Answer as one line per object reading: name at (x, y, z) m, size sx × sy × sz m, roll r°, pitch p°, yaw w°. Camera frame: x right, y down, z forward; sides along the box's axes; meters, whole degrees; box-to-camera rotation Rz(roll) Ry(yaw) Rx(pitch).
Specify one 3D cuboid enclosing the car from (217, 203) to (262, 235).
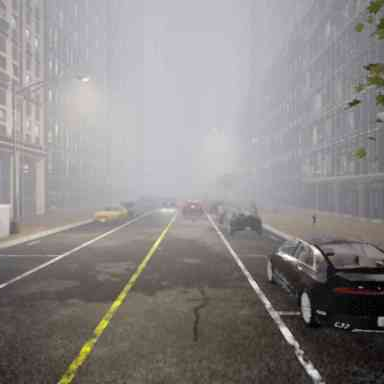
car at (2.684, 1.515, 18.144) m, size 2.008 × 1.369 × 4.403 m, roll 0°, pitch 0°, yaw 0°

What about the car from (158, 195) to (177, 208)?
car at (-3.093, 1.382, 46.191) m, size 2.128 × 1.511 × 4.902 m, roll 0°, pitch 0°, yaw 0°

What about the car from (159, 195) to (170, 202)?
car at (-5.706, 1.364, 69.418) m, size 2.008 × 1.369 × 4.403 m, roll 0°, pitch 0°, yaw 0°

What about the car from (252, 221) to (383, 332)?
car at (2.687, 1.539, 6.749) m, size 2.008 × 1.369 × 4.403 m, roll 0°, pitch 0°, yaw 0°

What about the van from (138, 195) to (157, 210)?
van at (-5.701, 1.247, 40.931) m, size 1.690 × 1.788 × 3.998 m, roll 0°, pitch 0°, yaw 0°

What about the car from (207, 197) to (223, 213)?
car at (2.681, 1.488, 35.235) m, size 1.947 × 1.339 × 4.313 m, roll 0°, pitch 0°, yaw 0°

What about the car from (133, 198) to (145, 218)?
car at (-5.698, 1.502, 29.536) m, size 1.947 × 1.339 × 4.313 m, roll 0°, pitch 0°, yaw 0°

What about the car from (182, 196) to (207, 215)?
car at (0.087, 1.430, 33.437) m, size 2.163 × 1.488 × 4.792 m, roll 0°, pitch 0°, yaw 0°

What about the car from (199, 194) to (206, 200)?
car at (2.671, 1.326, 86.511) m, size 1.802 × 1.307 × 4.206 m, roll 0°, pitch 0°, yaw 0°

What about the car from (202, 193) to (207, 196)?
car at (2.677, 1.380, 58.194) m, size 1.752 × 1.417 × 4.829 m, roll 0°, pitch 0°, yaw 0°

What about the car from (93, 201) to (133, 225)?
car at (-5.697, 1.476, 23.670) m, size 1.752 × 1.417 × 4.829 m, roll 0°, pitch 0°, yaw 0°

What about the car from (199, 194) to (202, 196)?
car at (0.006, 1.387, 49.155) m, size 2.163 × 1.488 × 4.792 m, roll 0°, pitch 0°, yaw 0°

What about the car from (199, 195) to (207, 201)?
car at (2.672, 1.351, 80.814) m, size 1.802 × 1.307 × 4.206 m, roll 0°, pitch 0°, yaw 0°

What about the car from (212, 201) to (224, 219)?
car at (2.683, 1.533, 23.841) m, size 1.802 × 1.307 × 4.206 m, roll 0°, pitch 0°, yaw 0°

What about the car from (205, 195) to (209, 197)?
car at (2.680, 1.451, 40.933) m, size 1.887 × 1.381 × 4.507 m, roll 0°, pitch 0°, yaw 0°

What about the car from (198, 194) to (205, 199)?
car at (2.669, 1.245, 92.377) m, size 1.752 × 1.417 × 4.829 m, roll 0°, pitch 0°, yaw 0°
